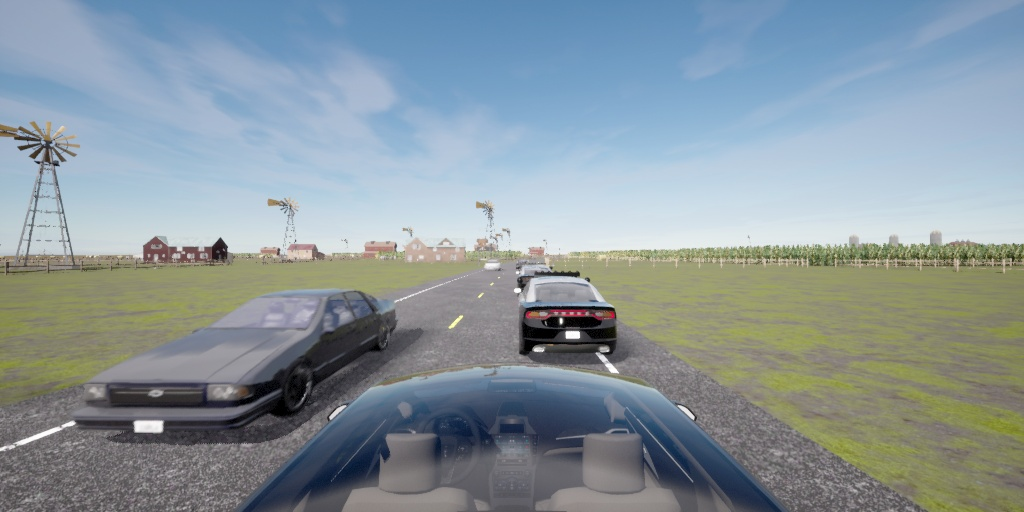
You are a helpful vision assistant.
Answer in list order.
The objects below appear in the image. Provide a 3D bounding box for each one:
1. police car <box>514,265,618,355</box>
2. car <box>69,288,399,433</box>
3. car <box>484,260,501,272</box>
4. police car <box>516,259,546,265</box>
[{"bbox_3d":[1.086,1.176,8.850,1.930,1.638,5.238,0,0,1],"label":"police car"},{"bbox_3d":[-3.575,1.298,6.204,2.033,1.411,5.357,0,0,0],"label":"car"},{"bbox_3d":[-2.455,1.253,46.440,1.812,1.442,4.674,0,0,3],"label":"car"},{"bbox_3d":[1.230,1.173,18.820,1.930,1.638,5.238,0,0,1],"label":"police car"}]
